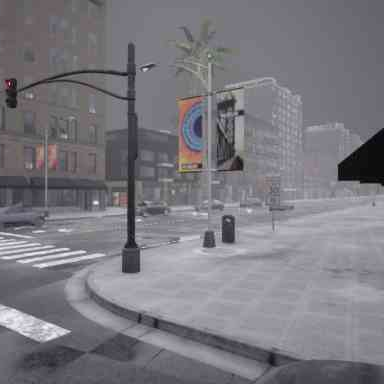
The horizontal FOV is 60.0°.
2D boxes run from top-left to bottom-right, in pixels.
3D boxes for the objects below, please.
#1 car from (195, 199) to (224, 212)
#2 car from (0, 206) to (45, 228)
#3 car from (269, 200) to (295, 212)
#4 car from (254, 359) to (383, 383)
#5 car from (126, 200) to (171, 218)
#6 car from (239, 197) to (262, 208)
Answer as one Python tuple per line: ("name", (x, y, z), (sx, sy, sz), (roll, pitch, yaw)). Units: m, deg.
("car", (2.177, 1.578, 39.434), (1.812, 1.442, 4.674), (0, 0, 35))
("car", (-11.254, 1.574, 20.378), (1.994, 1.385, 4.181), (0, 0, 35))
("car", (10.983, 1.637, 40.322), (1.994, 1.385, 4.181), (0, 0, 35))
("car", (2.142, 1.551, 1.322), (4.403, 1.369, 2.008), (0, 0, 35))
("car", (-3.939, 1.537, 30.765), (1.837, 1.490, 4.892), (0, 0, 35))
("car", (8.580, 1.578, 48.459), (1.837, 1.490, 4.892), (0, 1, 35))
